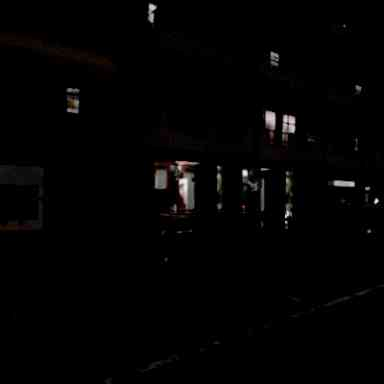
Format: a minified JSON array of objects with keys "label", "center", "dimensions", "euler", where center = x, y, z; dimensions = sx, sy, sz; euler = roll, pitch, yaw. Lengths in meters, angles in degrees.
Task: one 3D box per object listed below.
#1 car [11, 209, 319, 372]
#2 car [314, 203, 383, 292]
[{"label":"car","center":[-0.298,1.299,5.855],"dimensions":[5.009,1.841,2.192],"euler":[0,2,-35]},{"label":"car","center":[4.206,1.270,9.064],"dimensions":[5.009,1.841,2.192],"euler":[0,2,-35]}]
